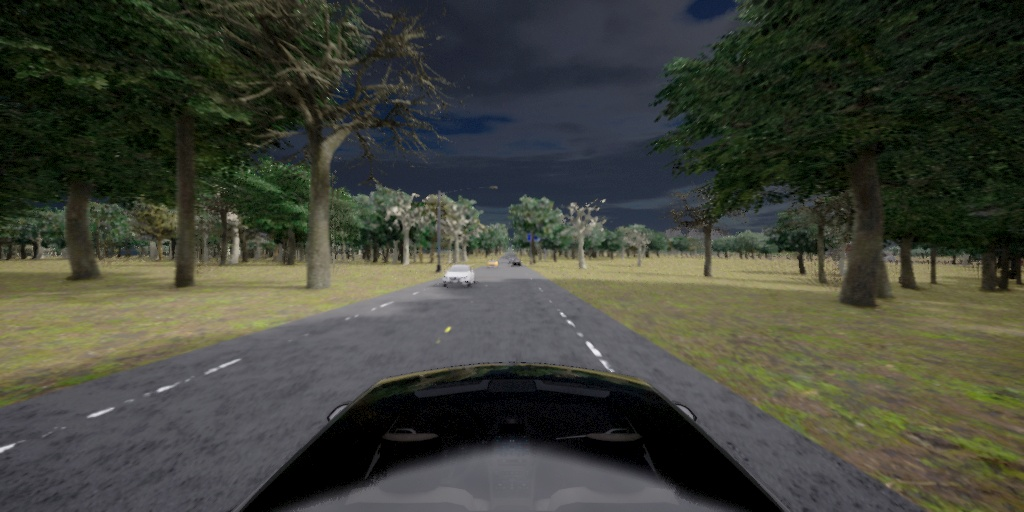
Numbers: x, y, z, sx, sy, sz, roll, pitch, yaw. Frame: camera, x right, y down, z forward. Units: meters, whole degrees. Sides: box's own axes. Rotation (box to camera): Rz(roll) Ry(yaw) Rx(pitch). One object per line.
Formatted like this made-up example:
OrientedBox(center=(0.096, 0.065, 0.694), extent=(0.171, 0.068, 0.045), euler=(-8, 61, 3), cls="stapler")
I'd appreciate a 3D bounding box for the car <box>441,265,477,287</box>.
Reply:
OrientedBox(center=(-3.584, 1.326, 24.940), extent=(1.812, 1.442, 4.674), euler=(0, 0, 0), cls="car")
